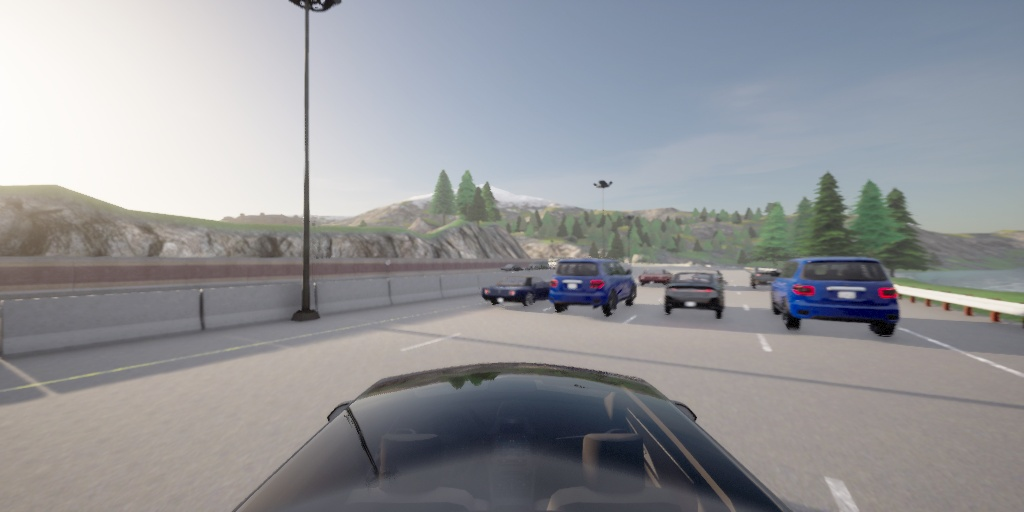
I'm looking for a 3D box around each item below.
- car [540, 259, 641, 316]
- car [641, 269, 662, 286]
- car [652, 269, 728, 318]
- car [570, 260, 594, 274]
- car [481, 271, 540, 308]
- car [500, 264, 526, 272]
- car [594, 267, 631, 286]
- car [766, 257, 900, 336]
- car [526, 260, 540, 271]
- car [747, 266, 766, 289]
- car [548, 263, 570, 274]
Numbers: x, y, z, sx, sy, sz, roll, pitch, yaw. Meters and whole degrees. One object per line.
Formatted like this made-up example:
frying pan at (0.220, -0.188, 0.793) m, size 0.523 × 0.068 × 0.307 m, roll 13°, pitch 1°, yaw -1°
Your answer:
car at (3.421, 1.127, 14.510) m, size 2.150 × 2.045 × 5.566 m, roll -1°, pitch -1°, yaw 31°
car at (11.239, 1.643, 27.874) m, size 1.895 × 1.301 × 4.718 m, roll -1°, pitch -1°, yaw 31°
car at (7.011, 1.365, 13.688) m, size 2.128 × 1.511 × 4.902 m, roll -1°, pitch -1°, yaw 31°
car at (10.941, 1.647, 55.908) m, size 2.150 × 2.045 × 5.566 m, roll -1°, pitch -1°, yaw 28°
car at (0.651, 1.550, 16.687) m, size 1.895 × 1.301 × 4.718 m, roll -1°, pitch -1°, yaw 31°
car at (-0.083, 1.984, 57.534) m, size 1.882 × 1.535 × 5.008 m, roll -1°, pitch -1°, yaw 29°
car at (8.559, 1.654, 30.213) m, size 1.994 × 1.385 × 4.181 m, roll -1°, pitch -1°, yaw 31°
car at (9.460, 1.046, 10.971) m, size 2.150 × 2.045 × 5.566 m, roll -1°, pitch -1°, yaw 31°
car at (4.186, 1.710, 58.069) m, size 2.150 × 2.045 × 5.566 m, roll -1°, pitch -1°, yaw 28°
car at (17.597, 1.458, 24.872) m, size 2.128 × 1.511 × 4.902 m, roll -1°, pitch -1°, yaw 31°
car at (7.554, 1.934, 56.983) m, size 1.882 × 1.535 × 5.008 m, roll -1°, pitch -1°, yaw 28°
